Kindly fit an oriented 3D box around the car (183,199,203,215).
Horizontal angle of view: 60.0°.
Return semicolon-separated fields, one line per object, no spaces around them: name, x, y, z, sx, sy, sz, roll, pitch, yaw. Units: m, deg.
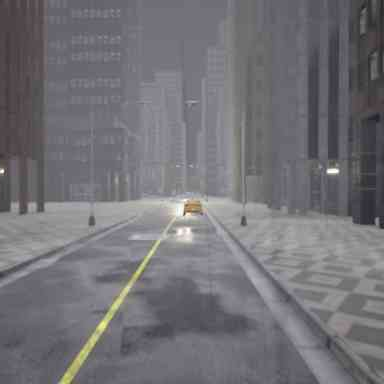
car;0.093;1.481;34.228;1.882;1.535;5.008;0;0;0
